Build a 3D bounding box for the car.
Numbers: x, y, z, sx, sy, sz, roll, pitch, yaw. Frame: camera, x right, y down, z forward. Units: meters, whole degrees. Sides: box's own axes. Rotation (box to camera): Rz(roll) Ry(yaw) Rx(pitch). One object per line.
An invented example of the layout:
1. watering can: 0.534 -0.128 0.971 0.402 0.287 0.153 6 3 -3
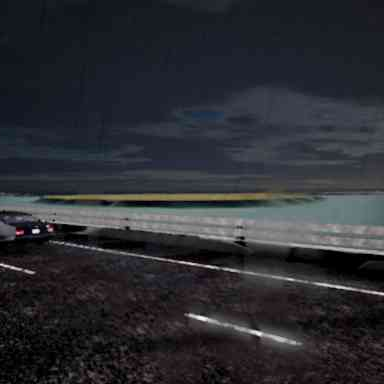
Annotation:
1. car: -7.912 1.519 13.984 5.357 1.411 2.033 0 0 36
